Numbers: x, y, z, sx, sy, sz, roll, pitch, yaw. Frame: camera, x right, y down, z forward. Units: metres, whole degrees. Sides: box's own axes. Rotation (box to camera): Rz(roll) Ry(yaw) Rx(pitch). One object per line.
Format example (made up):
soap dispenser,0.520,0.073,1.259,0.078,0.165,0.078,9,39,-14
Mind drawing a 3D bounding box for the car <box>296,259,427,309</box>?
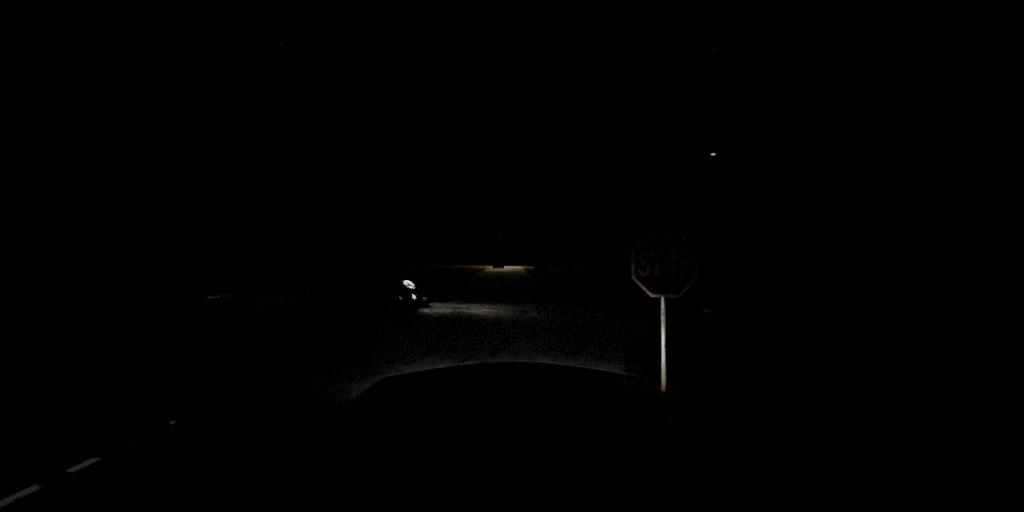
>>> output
car,-5.625,0.960,13.872,4.553,1.767,2.097,3,-1,0
